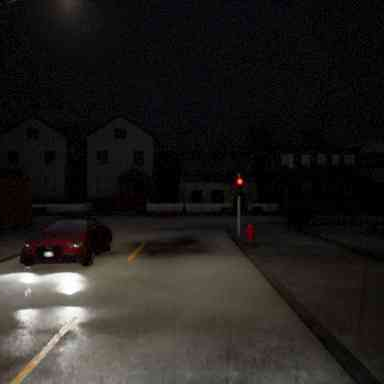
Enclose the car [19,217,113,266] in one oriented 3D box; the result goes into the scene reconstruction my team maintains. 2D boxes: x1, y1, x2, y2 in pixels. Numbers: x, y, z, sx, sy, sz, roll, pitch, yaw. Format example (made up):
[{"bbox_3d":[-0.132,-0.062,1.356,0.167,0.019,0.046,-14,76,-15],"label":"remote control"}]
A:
[{"bbox_3d":[-4.090,1.592,11.495,1.994,1.385,4.181,0,0,0],"label":"car"}]
